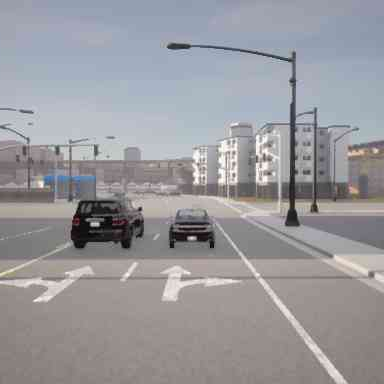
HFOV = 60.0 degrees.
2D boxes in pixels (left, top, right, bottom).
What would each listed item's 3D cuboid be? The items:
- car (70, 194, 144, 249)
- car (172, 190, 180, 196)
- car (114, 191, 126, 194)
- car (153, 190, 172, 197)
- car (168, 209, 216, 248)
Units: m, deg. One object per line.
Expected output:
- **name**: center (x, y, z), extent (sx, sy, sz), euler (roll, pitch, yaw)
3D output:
- **car**: center (-3.500, 1.248, 14.680), extent (2.150, 2.045, 5.566), euler (0, 0, 0)
- **car**: center (-4.874, 0.367, 90.083), extent (1.837, 1.490, 4.892), euler (-1, 1, -26)
- **car**: center (-18.621, 0.444, 86.119), extent (1.882, 1.535, 5.008), euler (-1, 1, -29)
- **car**: center (-7.993, 0.453, 88.513), extent (2.128, 1.511, 4.902), euler (-1, 1, -26)
- **car**: center (0.000, 1.487, 14.651), extent (2.128, 1.511, 4.902), euler (0, 0, 0)
